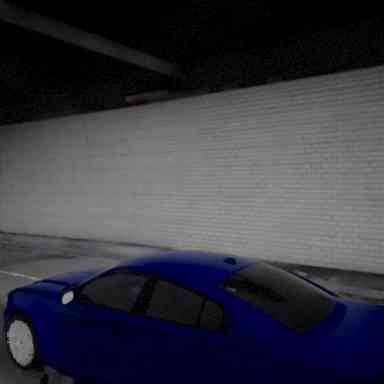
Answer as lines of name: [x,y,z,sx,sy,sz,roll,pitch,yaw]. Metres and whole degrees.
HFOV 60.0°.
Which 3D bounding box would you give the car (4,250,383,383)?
car: [-0.282,1.464,4.005,5.008,1.535,1.882,0,0,34]
